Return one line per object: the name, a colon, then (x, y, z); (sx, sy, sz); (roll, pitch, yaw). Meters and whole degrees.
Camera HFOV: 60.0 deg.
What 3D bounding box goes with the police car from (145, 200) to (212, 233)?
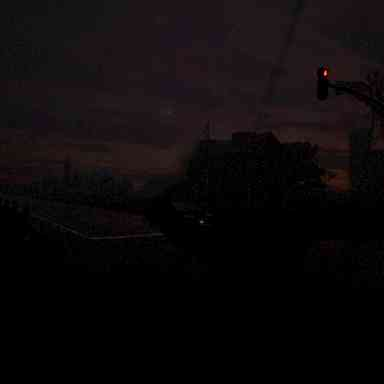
police car: (-0.977, 1.261, 18.701); (1.930, 1.638, 5.238); (1, 0, -35)
